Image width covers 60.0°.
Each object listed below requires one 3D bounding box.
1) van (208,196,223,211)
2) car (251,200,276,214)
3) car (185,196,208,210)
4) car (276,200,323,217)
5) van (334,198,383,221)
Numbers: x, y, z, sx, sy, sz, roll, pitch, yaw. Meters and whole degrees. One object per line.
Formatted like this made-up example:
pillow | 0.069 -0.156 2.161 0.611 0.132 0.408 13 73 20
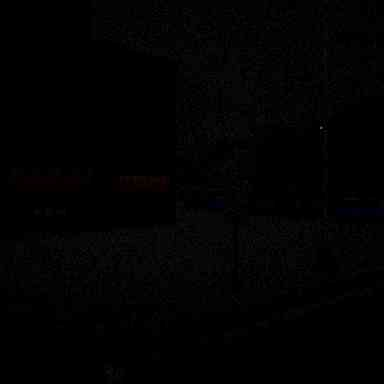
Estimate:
van | 4.236 1.449 40.756 1.690 1.788 3.998 0 0 -36
car | 7.421 1.531 36.302 1.967 1.590 4.097 0 0 -36
car | 1.052 1.441 45.208 2.192 1.841 5.009 0 0 -36
car | 10.606 1.515 31.847 1.967 1.590 4.097 0 0 -36
van | 13.790 1.401 27.394 1.690 1.788 3.998 0 0 -36
